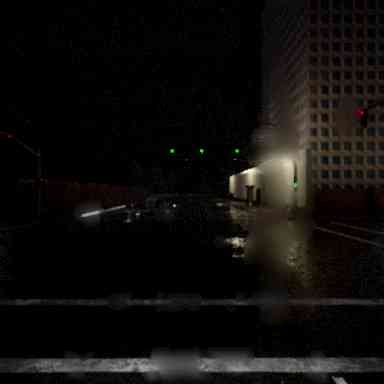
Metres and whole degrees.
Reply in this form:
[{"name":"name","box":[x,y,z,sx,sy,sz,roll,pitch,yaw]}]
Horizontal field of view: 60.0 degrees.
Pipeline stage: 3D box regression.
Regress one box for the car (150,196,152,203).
[{"name":"car","box":[-7.045,1.379,59.615,1.812,1.442,4.674,0,0,1]}]

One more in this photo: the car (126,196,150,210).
[{"name":"car","box":[-7.092,1.387,42.187,2.128,1.511,4.902,0,0,0]}]

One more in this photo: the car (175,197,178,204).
[{"name":"car","box":[-3.557,1.420,58.459,1.994,1.385,4.181,0,0,0]}]

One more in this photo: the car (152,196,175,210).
[{"name":"car","box":[-3.592,1.400,42.229,1.837,1.490,4.892,0,0,0]}]
